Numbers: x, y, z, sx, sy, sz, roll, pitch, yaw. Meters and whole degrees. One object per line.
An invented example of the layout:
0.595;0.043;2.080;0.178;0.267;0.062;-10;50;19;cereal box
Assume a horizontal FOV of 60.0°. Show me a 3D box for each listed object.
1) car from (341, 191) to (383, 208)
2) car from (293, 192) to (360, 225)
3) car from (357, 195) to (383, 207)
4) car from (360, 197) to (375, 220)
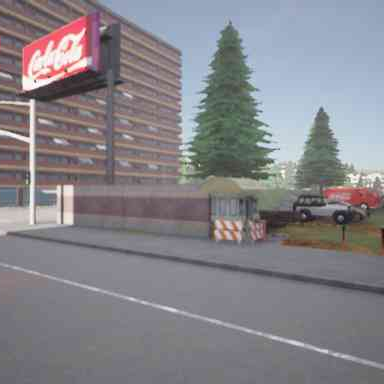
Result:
23.055;1.090;44.817;4.605;1.855;1.932;0;0;35;car
8.770;1.127;22.284;3.866;1.878;1.905;0;0;35;car
26.176;1.260;48.097;3.988;1.617;1.851;0;0;35;car
10.706;1.318;24.344;4.193;1.474;1.816;0;0;35;car
